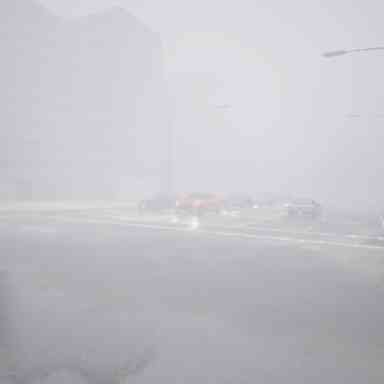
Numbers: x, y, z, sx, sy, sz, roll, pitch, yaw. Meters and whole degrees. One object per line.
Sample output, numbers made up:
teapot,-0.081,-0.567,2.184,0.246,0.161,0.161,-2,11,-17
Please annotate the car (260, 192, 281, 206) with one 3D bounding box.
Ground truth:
car,9.507,1.011,42.191,1.812,1.442,4.674,1,0,28

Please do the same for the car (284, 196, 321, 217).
car,8.838,1.195,25.821,1.895,1.301,4.718,1,1,28

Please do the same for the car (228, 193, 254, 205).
car,6.579,0.884,44.155,1.882,1.535,5.008,1,0,29

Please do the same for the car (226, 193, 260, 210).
car,4.833,0.925,33.547,2.128,1.511,4.902,1,1,28

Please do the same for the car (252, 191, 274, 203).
car,11.385,0.815,53.054,2.097,1.767,4.553,1,1,29

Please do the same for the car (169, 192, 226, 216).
car,0.543,0.795,25.571,2.097,1.767,4.553,1,1,28

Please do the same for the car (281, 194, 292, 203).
car,14.441,1.048,51.354,1.837,1.490,4.892,1,1,29

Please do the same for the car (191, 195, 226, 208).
car,1.863,0.955,35.414,1.895,1.301,4.718,1,1,28

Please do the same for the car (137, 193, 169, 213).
car,-2.533,0.854,27.248,2.128,1.511,4.902,2,1,28
